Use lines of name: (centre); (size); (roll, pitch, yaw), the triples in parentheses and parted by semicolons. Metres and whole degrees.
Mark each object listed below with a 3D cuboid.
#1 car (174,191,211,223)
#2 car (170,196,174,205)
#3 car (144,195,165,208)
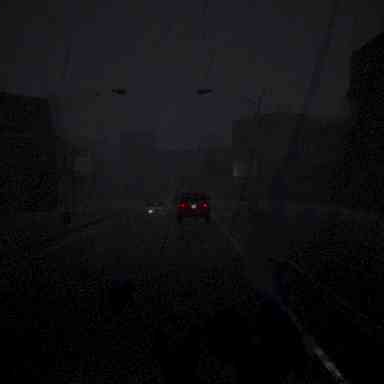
car: (0.109, 0.954, 23.183); (2.150, 2.045, 5.566); (0, 1, 0)
car: (-1.404, 0.888, 41.076); (2.128, 1.511, 4.902); (-1, 2, -15)
car: (-4.373, 1.059, 38.272); (1.994, 1.385, 4.181); (-1, 1, -15)
